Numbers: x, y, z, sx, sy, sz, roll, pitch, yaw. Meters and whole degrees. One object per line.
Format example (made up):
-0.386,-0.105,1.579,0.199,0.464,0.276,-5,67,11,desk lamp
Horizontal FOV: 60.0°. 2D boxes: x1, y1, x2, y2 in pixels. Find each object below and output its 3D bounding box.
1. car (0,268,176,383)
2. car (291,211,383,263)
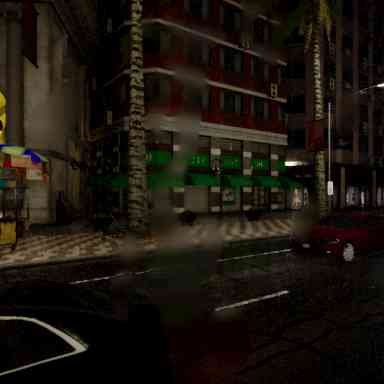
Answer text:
-2.438,1.505,2.276,4.892,1.490,1.837,0,0,-35,car
5.760,1.477,12.177,5.008,1.535,1.882,0,0,-34,car
